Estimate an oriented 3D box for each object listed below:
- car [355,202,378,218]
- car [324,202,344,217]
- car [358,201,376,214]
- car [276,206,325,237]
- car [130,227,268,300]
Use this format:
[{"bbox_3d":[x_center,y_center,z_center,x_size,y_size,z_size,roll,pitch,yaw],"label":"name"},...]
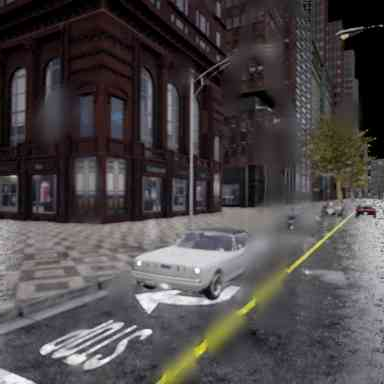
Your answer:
[{"bbox_3d":[17.912,1.843,34.178,1.837,1.490,4.892,0,0,29],"label":"car"},{"bbox_3d":[14.896,1.818,35.130,2.128,1.511,4.902,0,-1,29],"label":"car"},{"bbox_3d":[22.852,1.987,43.344,2.033,1.411,5.357,0,-1,29],"label":"car"},{"bbox_3d":[6.326,1.734,19.519,1.994,1.385,4.181,0,0,29],"label":"car"},{"bbox_3d":[0.494,1.664,8.841,1.895,1.301,4.718,0,0,29],"label":"car"}]
